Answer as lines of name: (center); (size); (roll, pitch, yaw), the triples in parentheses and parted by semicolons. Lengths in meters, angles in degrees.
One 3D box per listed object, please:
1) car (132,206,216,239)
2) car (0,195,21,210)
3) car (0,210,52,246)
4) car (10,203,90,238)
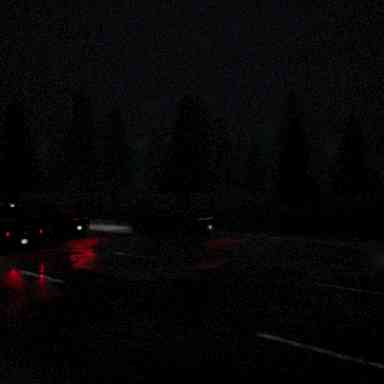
car: (-1.078, 1.506, 17.615); (4.902, 1.511, 2.128); (0, 0, 36)
car: (-17.022, 1.256, 29.031); (5.566, 2.045, 2.150); (0, 0, 35)
car: (-8.310, 1.618, 14.205); (4.718, 1.301, 1.895); (0, 0, 36)
car: (-7.569, 1.524, 17.981); (4.892, 1.490, 1.837); (0, 0, 36)
